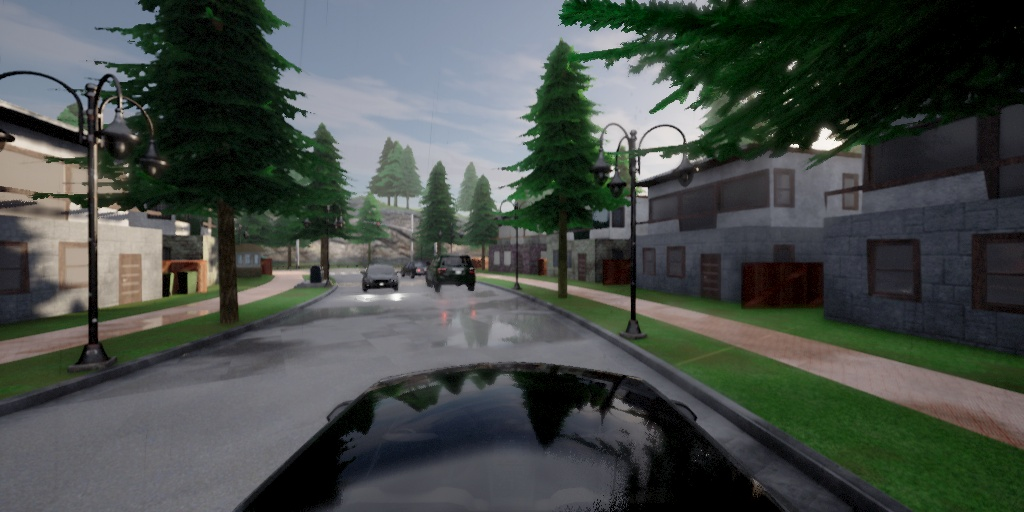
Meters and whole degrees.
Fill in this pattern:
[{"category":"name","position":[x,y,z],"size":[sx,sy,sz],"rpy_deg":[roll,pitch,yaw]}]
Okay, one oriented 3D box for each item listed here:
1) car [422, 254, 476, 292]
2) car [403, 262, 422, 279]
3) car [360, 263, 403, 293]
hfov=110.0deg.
[{"category":"car","position":[-3.702,0.914,21.026],"size":[2.150,2.045,5.566],"rpy_deg":[0,0,-20]},{"category":"car","position":[-8.356,1.207,31.464],"size":[2.033,1.411,5.357],"rpy_deg":[0,0,-32]},{"category":"car","position":[-7.576,1.197,20.696],"size":[1.837,1.490,4.892],"rpy_deg":[0,0,-21]}]
